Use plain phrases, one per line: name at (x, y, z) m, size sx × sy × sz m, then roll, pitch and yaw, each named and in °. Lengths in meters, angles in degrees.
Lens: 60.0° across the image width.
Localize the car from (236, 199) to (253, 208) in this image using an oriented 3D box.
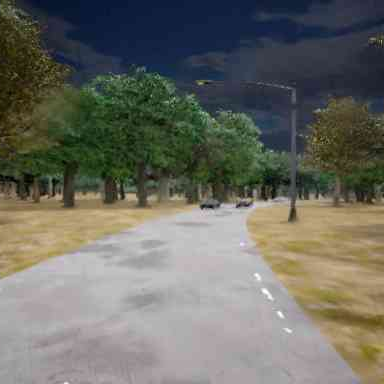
car at (7.676, 1.621, 48.000) m, size 1.895 × 1.301 × 4.718 m, roll 0°, pitch 0°, yaw 18°

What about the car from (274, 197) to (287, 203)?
car at (20.996, 1.822, 78.395) m, size 1.895 × 1.301 × 4.718 m, roll 1°, pitch 0°, yaw 30°

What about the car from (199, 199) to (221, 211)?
car at (2.279, 1.572, 40.971) m, size 1.895 × 1.301 × 4.718 m, roll 0°, pitch 0°, yaw 15°
